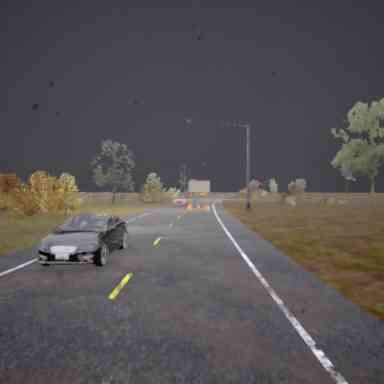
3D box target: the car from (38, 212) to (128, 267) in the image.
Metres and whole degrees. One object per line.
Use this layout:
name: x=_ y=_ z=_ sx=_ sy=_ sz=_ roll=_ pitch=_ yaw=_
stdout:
car: x=-3.493 y=1.489 z=11.498 sx=2.128 sy=1.511 sz=4.902 roll=0 pitch=0 yaw=1

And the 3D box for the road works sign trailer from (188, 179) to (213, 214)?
road works sign trailer: x=0.746 y=0.459 z=35.157 sx=2.380 sy=3.560 sz=2.880 roll=0 pitch=0 yaw=3

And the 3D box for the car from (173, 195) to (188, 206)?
car: x=-1.810 y=1.340 z=53.594 sx=2.097 sy=1.767 sz=4.553 roll=0 pitch=0 yaw=4
